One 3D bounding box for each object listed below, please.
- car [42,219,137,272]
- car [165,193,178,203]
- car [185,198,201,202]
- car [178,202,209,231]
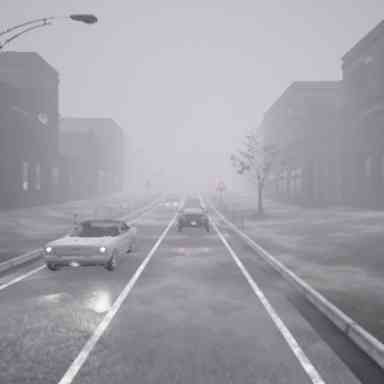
[{"bbox_3d":[-3.104,1.618,11.027,1.895,1.301,4.718,0,0,0],"label":"car"},{"bbox_3d":[-3.087,0.843,51.262,2.033,1.411,5.357,0,3,0],"label":"car"},{"bbox_3d":[0.092,1.327,38.758,1.994,1.385,4.181,0,2,0],"label":"car"},{"bbox_3d":[0.095,1.558,20.785,1.812,1.442,4.674,0,0,0],"label":"car"}]
